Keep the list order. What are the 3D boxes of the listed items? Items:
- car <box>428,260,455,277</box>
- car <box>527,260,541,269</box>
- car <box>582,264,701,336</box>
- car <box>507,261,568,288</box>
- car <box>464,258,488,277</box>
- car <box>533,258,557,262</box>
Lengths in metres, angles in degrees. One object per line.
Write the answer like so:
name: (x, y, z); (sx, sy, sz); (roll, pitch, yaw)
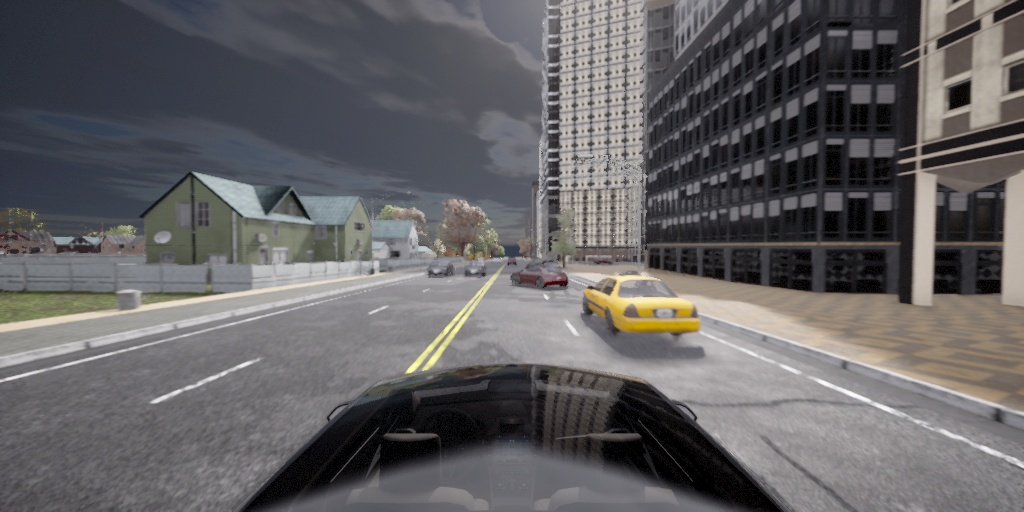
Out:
car: (-6.568, 1.170, 33.667); (2.128, 1.511, 4.902); (0, 0, 0)
car: (3.268, 1.247, 54.057); (1.895, 1.301, 4.718); (0, 0, 0)
car: (3.253, 1.183, 10.201); (1.801, 1.575, 5.366); (0, 0, 0)
car: (1.696, 1.260, 23.162); (1.994, 1.385, 4.181); (0, 0, -34)
car: (-3.320, 1.169, 33.612); (2.128, 1.511, 4.902); (0, 0, 0)
car: (3.260, 1.111, 32.019); (2.033, 1.649, 4.856); (0, 0, 0)
